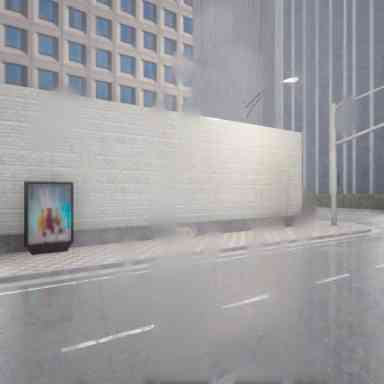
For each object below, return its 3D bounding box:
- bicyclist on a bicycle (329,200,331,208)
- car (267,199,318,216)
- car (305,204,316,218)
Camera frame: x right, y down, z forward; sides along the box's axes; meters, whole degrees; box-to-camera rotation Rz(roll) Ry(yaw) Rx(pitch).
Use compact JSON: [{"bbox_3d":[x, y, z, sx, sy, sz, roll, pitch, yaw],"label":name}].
[{"bbox_3d":[18.624,1.356,43.921,1.656,1.620,0.582,0,0,-36],"label":"bicyclist on a bicycle"},{"bbox_3d":[10.401,1.547,34.826,2.128,1.511,4.902,0,0,-36],"label":"car"},{"bbox_3d":[9.021,1.533,30.740,1.882,1.535,5.008,0,0,-36],"label":"car"}]
